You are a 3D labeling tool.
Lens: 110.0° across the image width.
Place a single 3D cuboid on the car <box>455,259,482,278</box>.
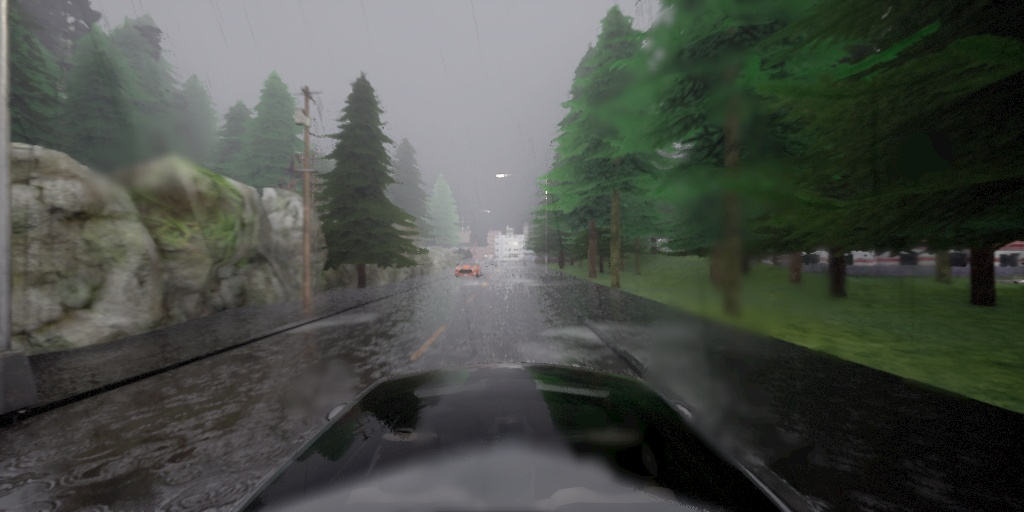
[{"bbox_3d":[-4.075,1.103,33.895,2.097,1.767,4.553,0,0,0],"label":"car"}]
